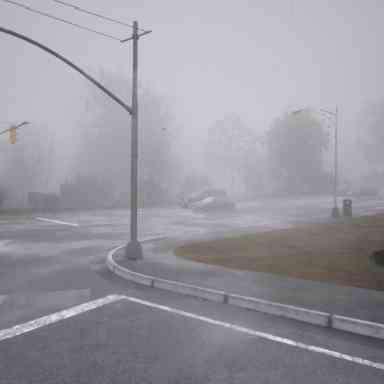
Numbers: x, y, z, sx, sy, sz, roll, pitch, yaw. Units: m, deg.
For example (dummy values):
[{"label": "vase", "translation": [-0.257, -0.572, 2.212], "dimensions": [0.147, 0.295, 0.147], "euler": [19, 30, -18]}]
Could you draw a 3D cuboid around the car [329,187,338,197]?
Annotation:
[{"label": "car", "translation": [21.483, -0.141, 46.943], "dimensions": [4.892, 1.490, 1.837], "euler": [-3, 2, -26]}]

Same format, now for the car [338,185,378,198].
[{"label": "car", "translation": [22.009, -0.055, 43.288], "dimensions": [4.902, 1.511, 2.128], "euler": [-3, 2, -27]}]

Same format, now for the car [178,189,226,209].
[{"label": "car", "translation": [1.237, 0.709, 34.490], "dimensions": [5.566, 2.045, 2.150], "euler": [-2, 2, -37]}]

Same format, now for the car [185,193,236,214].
[{"label": "car", "translation": [2.011, 1.108, 30.653], "dimensions": [4.674, 1.442, 1.812], "euler": [-2, 2, -38]}]
